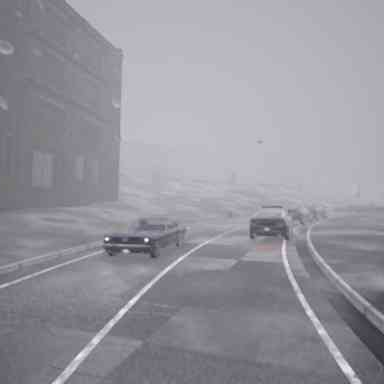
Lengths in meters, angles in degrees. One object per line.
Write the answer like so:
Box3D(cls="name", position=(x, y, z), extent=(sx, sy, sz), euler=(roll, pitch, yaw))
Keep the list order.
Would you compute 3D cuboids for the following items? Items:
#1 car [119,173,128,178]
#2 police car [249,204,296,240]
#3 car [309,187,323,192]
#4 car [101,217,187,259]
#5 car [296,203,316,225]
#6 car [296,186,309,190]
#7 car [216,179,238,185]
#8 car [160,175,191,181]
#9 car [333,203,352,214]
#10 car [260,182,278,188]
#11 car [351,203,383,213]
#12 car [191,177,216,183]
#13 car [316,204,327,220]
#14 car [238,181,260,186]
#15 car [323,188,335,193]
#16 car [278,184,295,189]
Box3D(cls="car", position=(-12.930, -2.798, 55.351), extent=(4.553, 1.767, 2.185), euler=(2, -5, -29))
Box3D(cls="police car", position=(4.315, 1.534, 17.819), extent=(1.930, 1.638, 5.238), euler=(-1, -1, 20))
Box3D(cls="car", position=(29.164, -0.418, 81.668), extent=(4.892, 1.521, 2.231), euler=(4, -6, -36))
Box3D(cls="car", position=(-1.689, 1.702, 13.254), extent=(1.895, 1.301, 4.718), euler=(-1, -1, 14))
Box3D(cls="car", position=(8.215, 1.737, 26.408), extent=(1.837, 1.490, 4.892), euler=(-2, -2, 29))
Box3D(cls="car", position=(24.809, -0.663, 78.448), extent=(4.674, 1.452, 2.002), euler=(4, -6, -35))
Box3D(cls="car", position=(6.209, -1.753, 66.168), extent=(4.674, 1.452, 2.002), euler=(3, -5, -30))
Box3D(cls="car", position=(-3.385, -2.260, 60.675), extent=(4.892, 1.521, 2.231), euler=(2, -5, -29))
Box3D(cls="car", position=(22.832, 2.368, 48.957), extent=(5.008, 1.535, 1.882), euler=(1, -4, -34))
Box3D(cls="car", position=(15.572, -1.393, 72.070), extent=(4.553, 1.767, 2.185), euler=(3, -5, -33))
Box3D(cls="car", position=(24.867, 2.289, 46.271), extent=(4.718, 1.301, 1.895), euler=(1, -4, -30))
Box3D(cls="car", position=(1.426, -2.039, 63.372), extent=(4.892, 1.521, 2.231), euler=(3, -5, -29))
Box3D(cls="car", position=(11.253, 1.824, 31.264), extent=(1.837, 1.490, 4.892), euler=(-3, -2, 35))
Box3D(cls="car", position=(10.932, -1.533, 69.073), extent=(5.008, 1.535, 2.097), euler=(3, -5, -32))
Box3D(cls="car", position=(33.615, -0.223, 85.122), extent=(4.553, 1.767, 2.185), euler=(4, -6, -38))
Box3D(cls="car", position=(20.306, -0.954, 75.269), extent=(4.792, 1.488, 2.163), euler=(3, -5, -34))
